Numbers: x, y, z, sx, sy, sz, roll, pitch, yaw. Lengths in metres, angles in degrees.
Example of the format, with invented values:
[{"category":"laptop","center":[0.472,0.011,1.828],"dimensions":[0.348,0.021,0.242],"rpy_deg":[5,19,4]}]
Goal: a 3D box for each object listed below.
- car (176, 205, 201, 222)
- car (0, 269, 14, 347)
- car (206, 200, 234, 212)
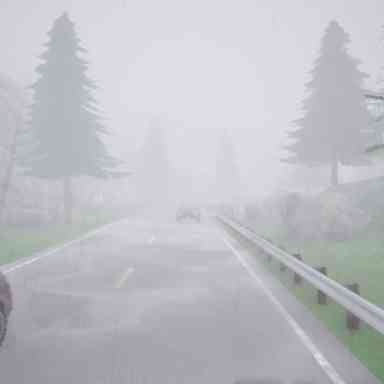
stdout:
[{"category":"car","center":[-0.238,1.685,27.368],"dimensions":[1.895,1.301,4.718],"rpy_deg":[0,0,2]},{"category":"car","center":[-3.612,1.536,3.307],"dimensions":[1.812,1.442,4.674],"rpy_deg":[0,0,0]},{"category":"car","center":[3.378,1.646,39.408],"dimensions":[1.812,1.442,4.674],"rpy_deg":[0,0,36]}]
